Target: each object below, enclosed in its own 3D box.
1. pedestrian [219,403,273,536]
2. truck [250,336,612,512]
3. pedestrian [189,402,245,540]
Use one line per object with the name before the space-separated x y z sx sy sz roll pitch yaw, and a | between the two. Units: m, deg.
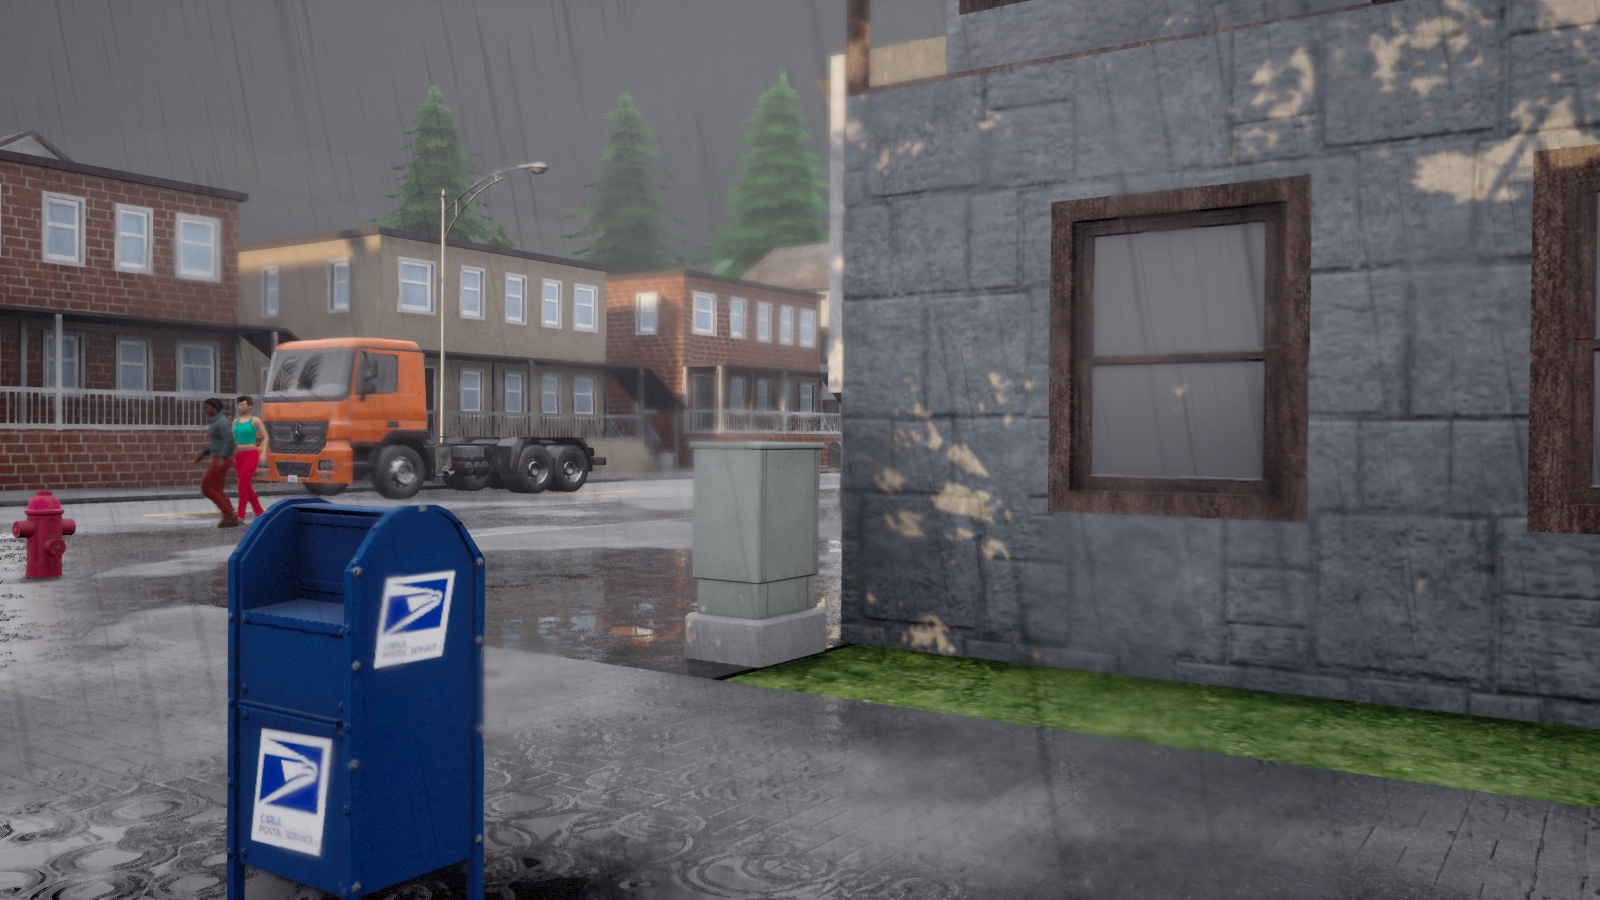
pedestrian | -7.807 0.270 17.713 0.345 1.836 0.594 0 1 24
truck | -8.083 -0.570 28.753 2.891 3.462 7.936 0 1 33
pedestrian | -7.947 0.279 17.126 0.614 1.847 0.353 -1 1 -34
